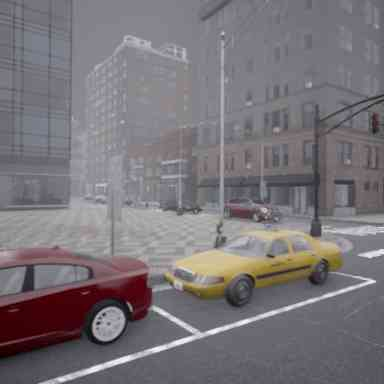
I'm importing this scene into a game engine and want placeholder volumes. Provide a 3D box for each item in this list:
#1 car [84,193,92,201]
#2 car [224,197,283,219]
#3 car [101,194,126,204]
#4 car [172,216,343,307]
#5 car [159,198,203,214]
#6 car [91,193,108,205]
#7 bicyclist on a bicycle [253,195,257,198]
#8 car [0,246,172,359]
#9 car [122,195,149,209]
[{"bbox_3d":[-18.588,0.947,61.924,2.128,1.511,4.902,1,0,-35],"label":"car"},{"bbox_3d":[4.320,1.182,23.850,2.097,1.767,4.553,1,0,-35],"label":"car"},{"bbox_3d":[-12.708,1.095,53.585,2.033,1.411,5.357,1,0,-35],"label":"car"},{"bbox_3d":[1.696,1.522,7.964,4.829,1.417,1.752,0,1,-35],"label":"car"},{"bbox_3d":[-1.190,1.291,31.668,2.033,1.411,5.357,1,0,-35],"label":"car"},{"bbox_3d":[-12.528,1.088,47.841,1.812,1.442,4.674,1,0,-34],"label":"car"},{"bbox_3d":[6.087,1.137,32.174,1.656,1.620,0.582,0,0,-35],"label":"bicyclist on a bicycle"},{"bbox_3d":[-2.745,1.544,4.798,4.507,1.381,1.887,0,1,-35],"label":"car"},{"bbox_3d":[-6.861,1.145,39.737,2.128,1.511,4.902,1,0,-35],"label":"car"}]
